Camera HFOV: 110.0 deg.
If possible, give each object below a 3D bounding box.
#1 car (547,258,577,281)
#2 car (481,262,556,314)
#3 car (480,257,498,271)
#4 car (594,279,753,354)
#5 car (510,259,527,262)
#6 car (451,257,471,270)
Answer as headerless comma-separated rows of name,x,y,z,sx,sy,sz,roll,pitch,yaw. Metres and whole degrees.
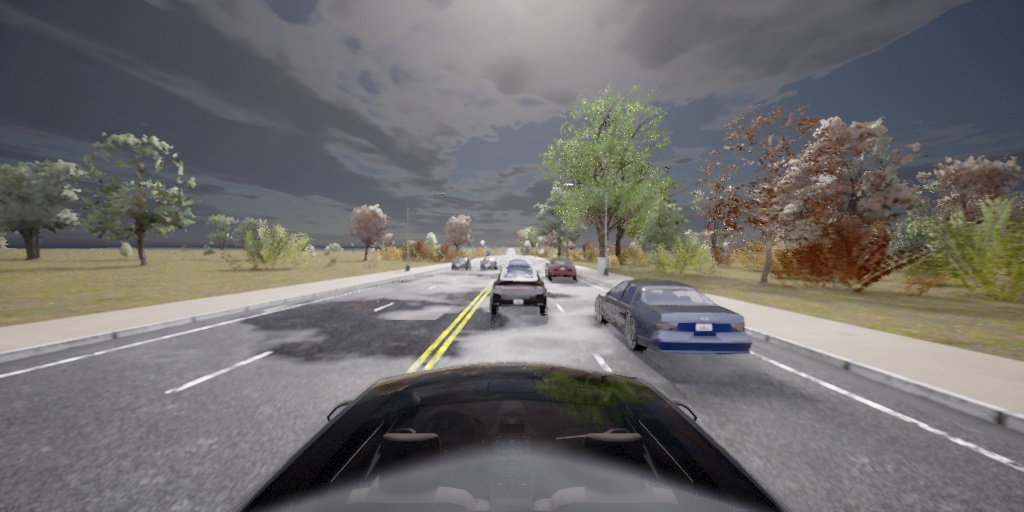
car,3.739,0.931,28.218,2.097,1.767,4.553,0,0,1
car,0.243,1.159,13.302,2.128,1.511,4.902,0,0,1
car,-2.707,0.907,42.486,2.128,1.511,4.902,0,0,1
car,3.400,1.272,8.760,2.033,1.411,5.357,0,0,1
car,0.525,1.017,30.120,1.882,1.535,5.008,0,0,1
car,-5.957,0.883,42.524,2.128,1.511,4.902,0,0,1
